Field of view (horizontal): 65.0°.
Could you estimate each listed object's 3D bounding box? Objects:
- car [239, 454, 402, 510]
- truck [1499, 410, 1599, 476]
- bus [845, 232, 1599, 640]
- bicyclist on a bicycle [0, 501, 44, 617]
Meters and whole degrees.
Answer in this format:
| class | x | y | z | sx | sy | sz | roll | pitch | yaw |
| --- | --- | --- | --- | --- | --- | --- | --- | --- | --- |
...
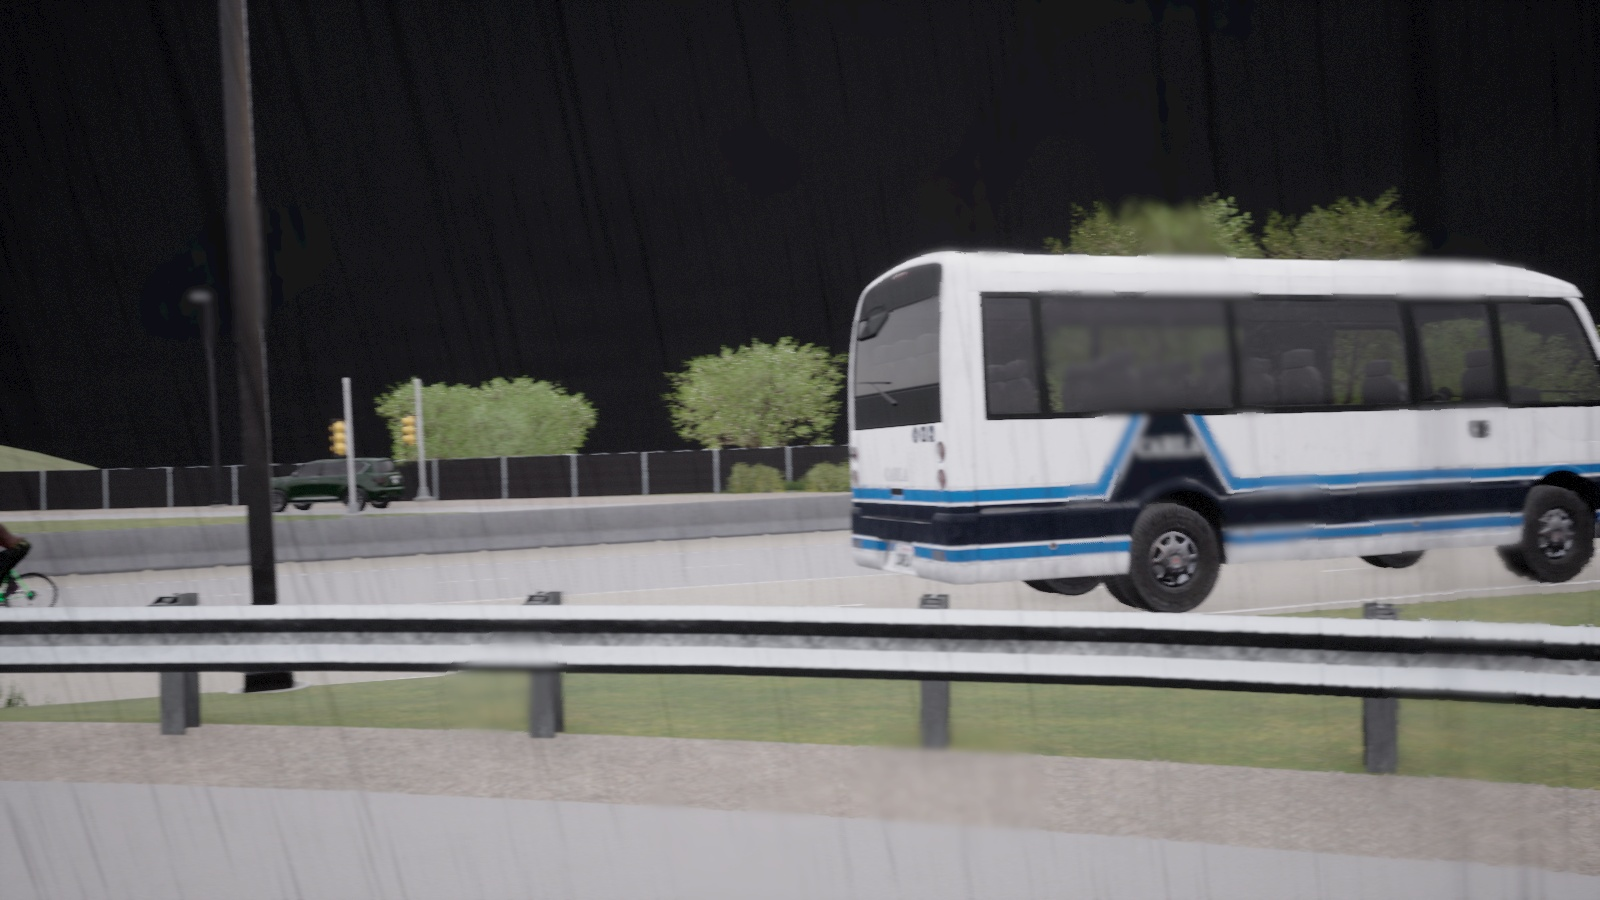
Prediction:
| class | x | y | z | sx | sy | sz | roll | pitch | yaw |
| --- | --- | --- | --- | --- | --- | --- | --- | --- | --- |
| car | -18.674 | 1.245 | 48.984 | 5.566 | 2.045 | 2.150 | -1 | 0 | 9 |
| truck | 48.143 | -0.476 | 77.206 | 2.891 | 3.827 | 8.468 | -2 | -1 | -36 |
| bus | 6.151 | -0.230 | 16.583 | 10.273 | 4.253 | 3.944 | -1 | -1 | -18 |
| bicyclist on a bicycle | -11.869 | 1.584 | 17.994 | 1.656 | 1.620 | 0.582 | -2 | 0 | -18 |
